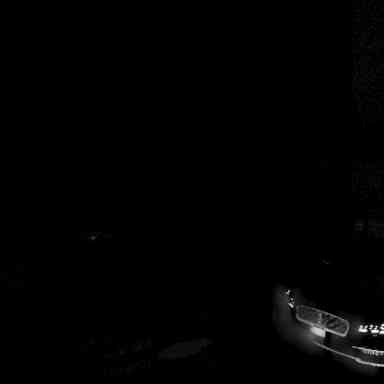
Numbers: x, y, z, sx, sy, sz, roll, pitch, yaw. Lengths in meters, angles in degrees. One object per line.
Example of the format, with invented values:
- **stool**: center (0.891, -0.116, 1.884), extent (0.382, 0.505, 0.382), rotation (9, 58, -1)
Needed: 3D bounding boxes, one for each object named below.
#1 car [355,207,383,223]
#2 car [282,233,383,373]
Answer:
- **car**: center (13.153, 1.508, 25.383), extent (2.128, 1.511, 4.902), rotation (2, -1, -36)
- **car**: center (3.575, 1.505, 5.581), extent (4.892, 1.490, 1.837), rotation (0, 0, -35)
